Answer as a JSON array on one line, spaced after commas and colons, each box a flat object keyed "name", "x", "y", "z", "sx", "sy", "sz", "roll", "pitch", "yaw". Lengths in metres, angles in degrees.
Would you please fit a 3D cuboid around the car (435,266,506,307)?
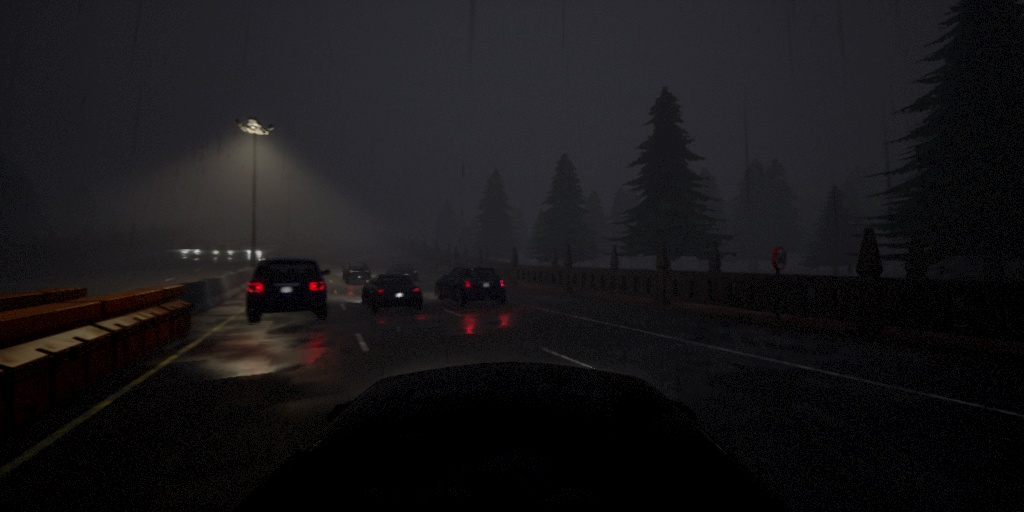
[{"name": "car", "x": -2.075, "y": 1.264, "z": 16.899, "sx": 2.097, "sy": 1.767, "sz": 4.553, "roll": 0, "pitch": -1, "yaw": -28}]

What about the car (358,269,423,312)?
[{"name": "car", "x": -5.186, "y": 1.456, "z": 15.292, "sx": 1.994, "sy": 1.385, "sz": 4.181, "roll": 0, "pitch": -1, "yaw": -28}]

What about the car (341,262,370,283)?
[{"name": "car", "x": -12.314, "y": 1.238, "z": 28.404, "sx": 2.128, "sy": 1.511, "sz": 4.902, "roll": 0, "pitch": 2, "yaw": -28}]

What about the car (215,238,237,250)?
[{"name": "car", "x": -40.487, "y": -1.777, "z": 50.835, "sx": 1.882, "sy": 1.535, "sz": 5.008, "roll": 1, "pitch": 6, "yaw": -28}]

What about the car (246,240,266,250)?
[{"name": "car", "x": -37.432, "y": -1.673, "z": 52.533, "sx": 1.994, "sy": 1.385, "sz": 4.181, "roll": 0, "pitch": 6, "yaw": -28}]

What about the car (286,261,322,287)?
[{"name": "car", "x": -15.388, "y": 1.217, "z": 26.731, "sx": 2.128, "sy": 1.511, "sz": 4.902, "roll": 0, "pitch": 2, "yaw": -28}]

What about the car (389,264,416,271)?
[{"name": "car", "x": -9.194, "y": 1.336, "z": 29.996, "sx": 1.994, "sy": 1.385, "sz": 4.181, "roll": 0, "pitch": 2, "yaw": -28}]

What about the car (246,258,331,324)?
[{"name": "car", "x": -7.859, "y": 1.087, "z": 12.866, "sx": 2.150, "sy": 2.045, "sz": 5.566, "roll": 0, "pitch": 0, "yaw": -28}]
